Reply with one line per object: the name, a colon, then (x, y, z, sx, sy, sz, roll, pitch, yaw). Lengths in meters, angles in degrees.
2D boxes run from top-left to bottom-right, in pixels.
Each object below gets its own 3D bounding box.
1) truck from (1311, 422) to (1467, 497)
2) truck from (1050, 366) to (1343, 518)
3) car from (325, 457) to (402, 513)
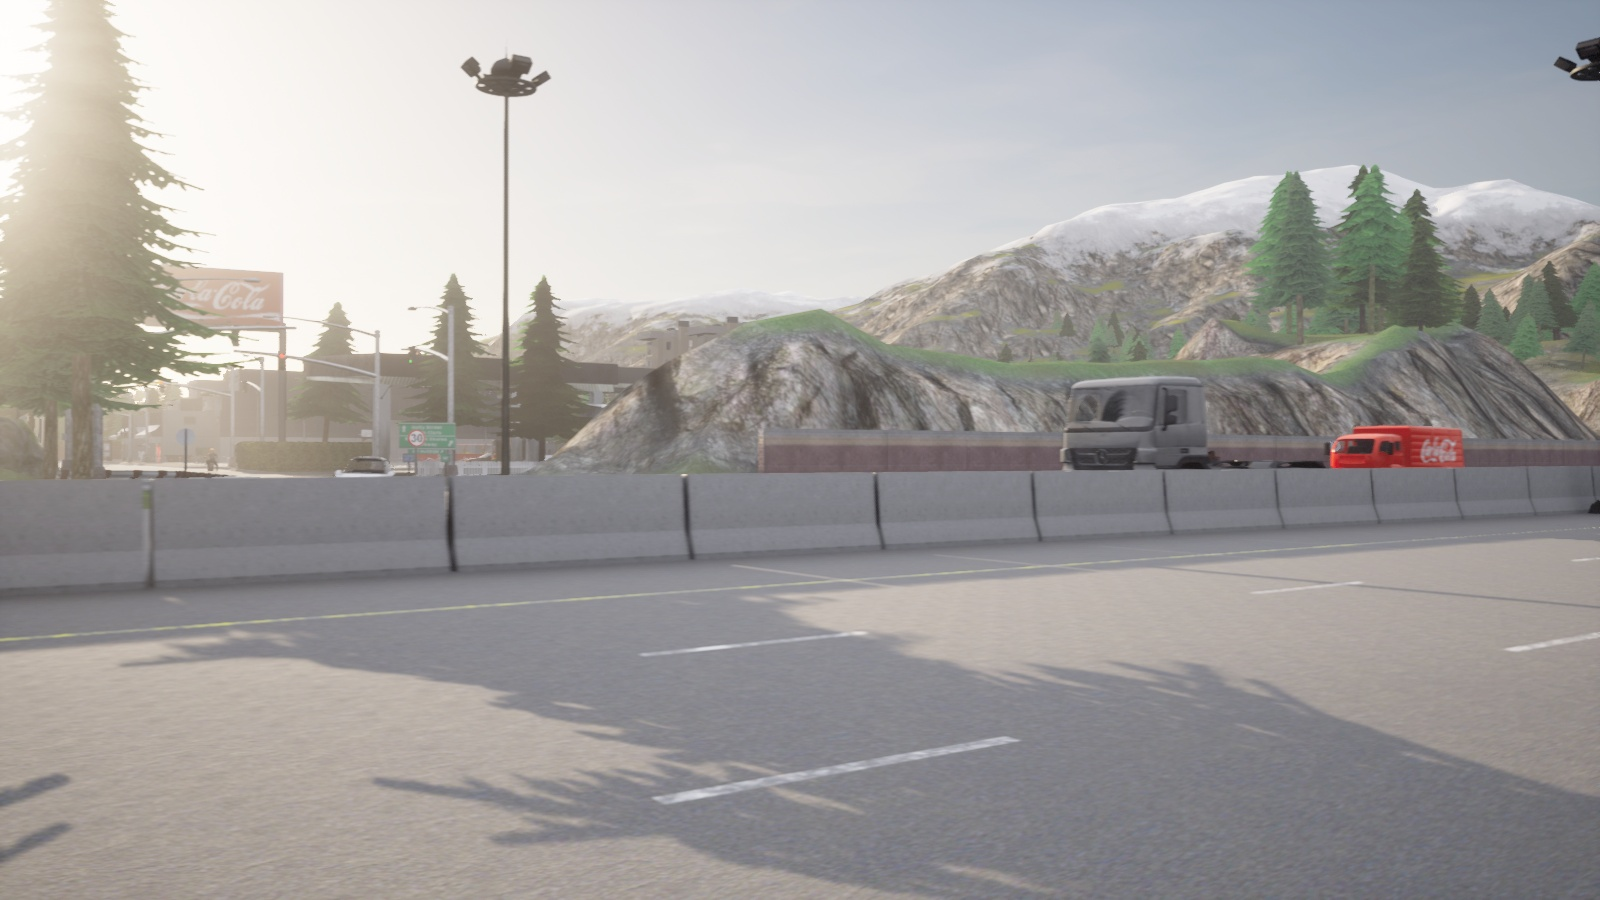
truck: (20.403, 0.325, 43.442, 5.204, 2.467, 2.627, 0, 0, -35)
truck: (10.276, -0.181, 32.135, 7.936, 3.462, 2.891, 0, 0, -35)
car: (-11.475, 0.900, 33.110, 1.481, 1.376, 2.207, 1, 0, -7)
